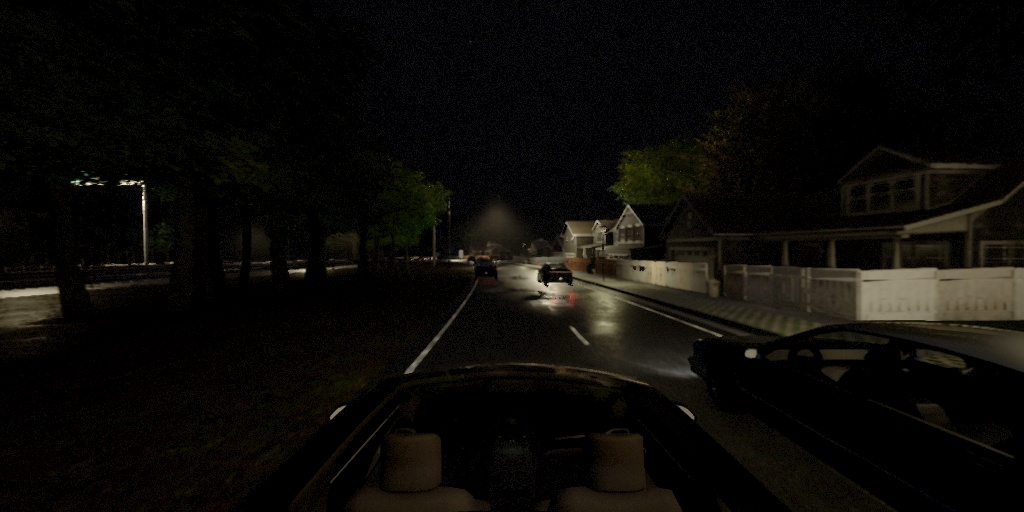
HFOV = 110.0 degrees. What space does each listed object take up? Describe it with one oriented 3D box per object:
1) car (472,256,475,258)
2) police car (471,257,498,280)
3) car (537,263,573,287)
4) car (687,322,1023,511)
[{"bbox_3d":[-3.788,0.960,46.270,2.097,1.767,4.553,0,0,-7],"label":"car"},{"bbox_3d":[-2.204,1.113,30.460,1.930,1.638,5.238,0,0,-4],"label":"police car"},{"bbox_3d":[2.840,1.190,24.361,2.128,1.511,4.902,0,0,-3],"label":"car"},{"bbox_3d":[3.576,1.291,2.959,2.033,1.411,5.357,0,0,0],"label":"car"}]
